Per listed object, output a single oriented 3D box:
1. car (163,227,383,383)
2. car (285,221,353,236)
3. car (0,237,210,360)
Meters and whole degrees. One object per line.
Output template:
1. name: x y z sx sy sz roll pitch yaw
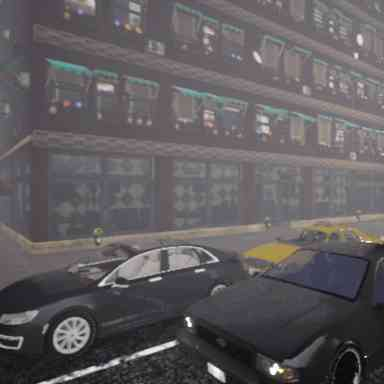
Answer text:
1. car: 2.425 1.525 5.101 5.357 1.411 2.033 0 0 -35
2. car: 3.386 1.490 8.971 4.829 1.417 1.752 0 0 -36
3. car: -0.986 1.539 5.854 4.403 1.369 2.008 0 0 -36
